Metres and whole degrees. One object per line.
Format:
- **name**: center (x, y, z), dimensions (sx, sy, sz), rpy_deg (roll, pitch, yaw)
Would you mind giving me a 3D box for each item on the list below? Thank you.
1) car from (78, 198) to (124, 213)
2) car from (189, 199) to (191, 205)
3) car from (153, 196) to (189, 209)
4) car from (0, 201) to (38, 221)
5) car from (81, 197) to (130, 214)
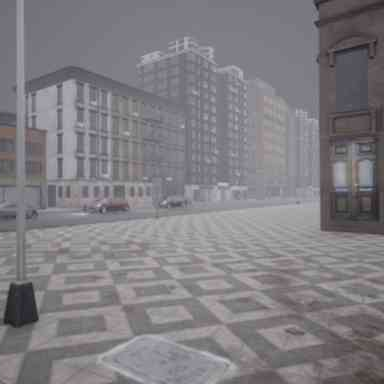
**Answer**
- **car**: center (-10.247, 1.446, 38.015), dimensions (1.882, 1.535, 5.008), rpy_deg (-1, 0, 35)
- **car**: center (-2.180, 1.418, 49.339), dimensions (1.882, 1.535, 5.008), rpy_deg (-1, 0, 36)
- **car**: center (-2.885, 1.281, 42.759), dimensions (2.097, 1.767, 4.553), rpy_deg (-1, 0, 35)
- **car**: center (-14.515, 1.532, 26.387), dimensions (1.994, 1.385, 4.181), rpy_deg (-1, 0, 35)
- **car**: center (-8.683, 1.300, 34.606), dimensions (2.097, 1.767, 4.553), rpy_deg (-1, 0, 36)
